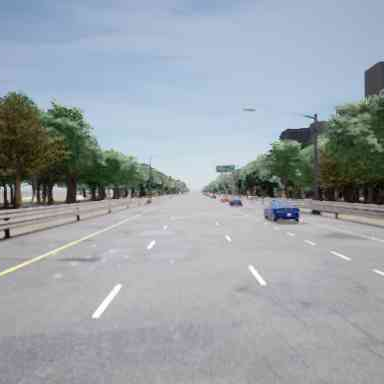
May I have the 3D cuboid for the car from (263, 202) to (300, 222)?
[{"bbox_3d":[7.040,1.514,26.564,1.882,1.535,5.008,0,0,0],"label":"car"}]

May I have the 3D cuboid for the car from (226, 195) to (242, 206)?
[{"bbox_3d":[7.172,1.592,55.643,1.812,1.442,4.674,0,0,0],"label":"car"}]

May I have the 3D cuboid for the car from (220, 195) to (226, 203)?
[{"bbox_3d":[7.295,1.438,73.190,2.097,1.767,4.553,0,0,0],"label":"car"}]
